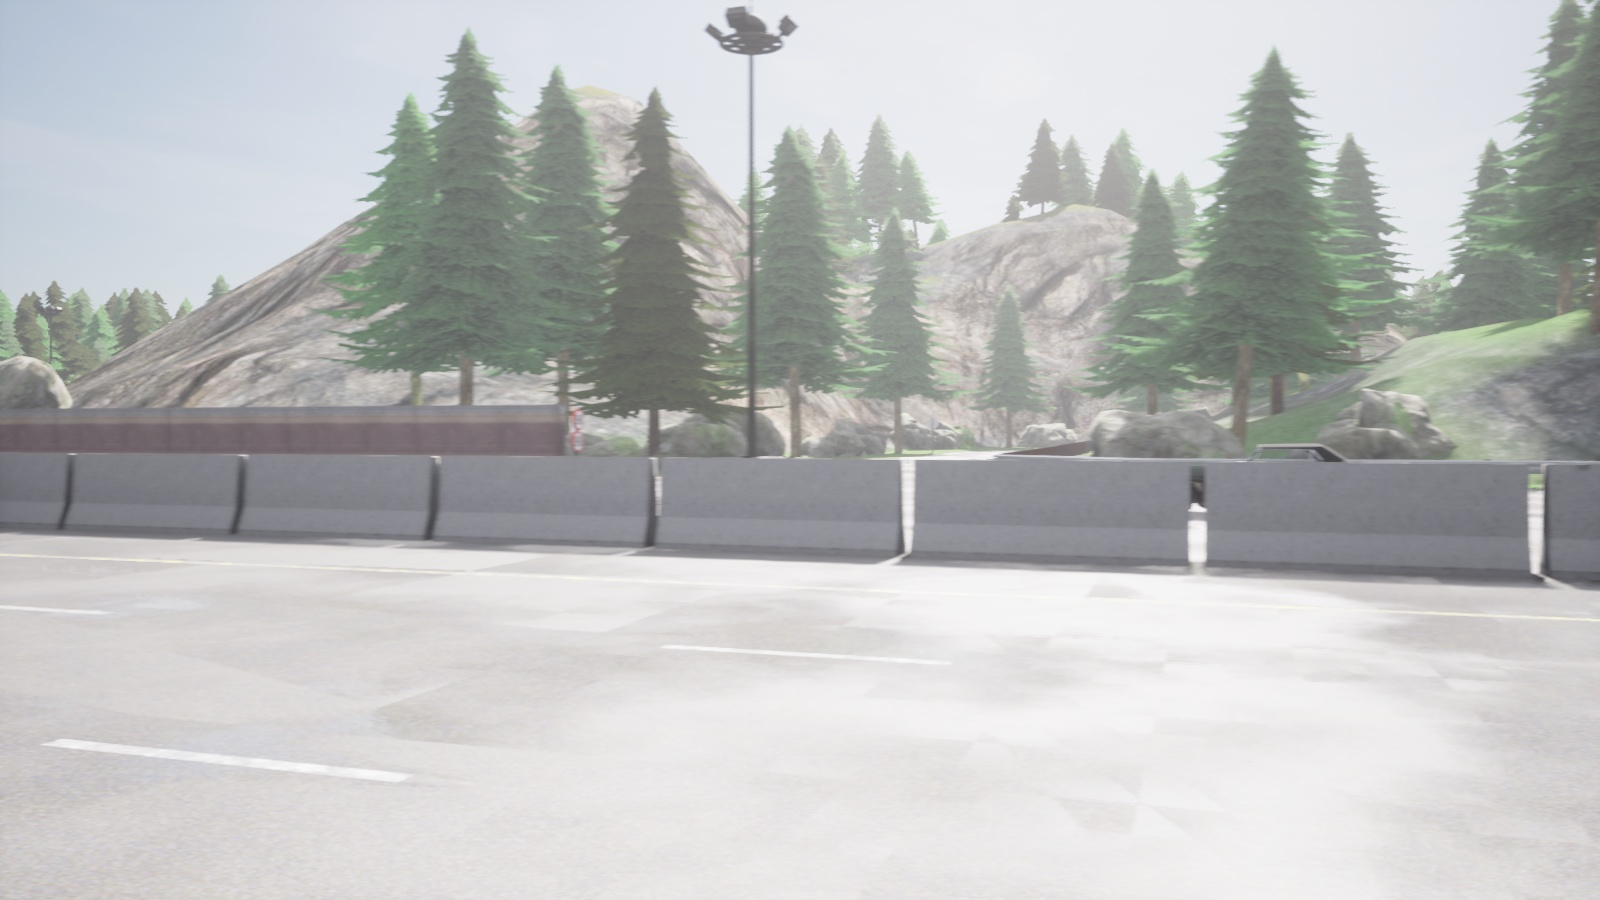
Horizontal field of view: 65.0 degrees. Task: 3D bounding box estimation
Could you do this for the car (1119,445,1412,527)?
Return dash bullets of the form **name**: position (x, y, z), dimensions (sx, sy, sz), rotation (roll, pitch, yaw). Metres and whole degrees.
- **car**: position (8.250, 0.596, 22.573), dimensions (4.718, 1.301, 1.895), rotation (1, 1, 19)
